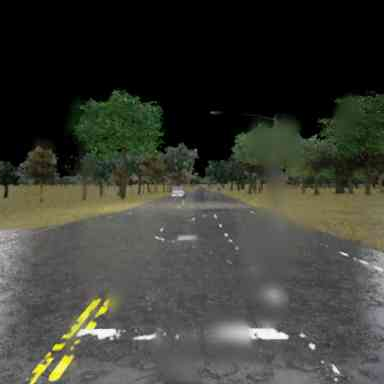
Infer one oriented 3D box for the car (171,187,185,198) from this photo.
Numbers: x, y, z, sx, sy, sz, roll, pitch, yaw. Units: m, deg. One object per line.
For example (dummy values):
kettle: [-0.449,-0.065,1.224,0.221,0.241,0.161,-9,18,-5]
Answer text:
car: [-2.518,0.107,60.930,2.150,2.045,5.566,0,1,2]
